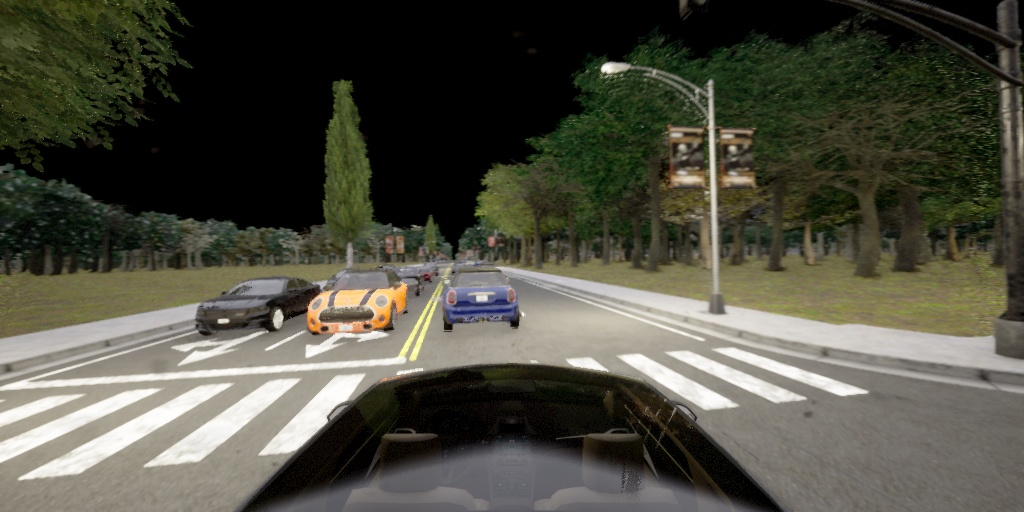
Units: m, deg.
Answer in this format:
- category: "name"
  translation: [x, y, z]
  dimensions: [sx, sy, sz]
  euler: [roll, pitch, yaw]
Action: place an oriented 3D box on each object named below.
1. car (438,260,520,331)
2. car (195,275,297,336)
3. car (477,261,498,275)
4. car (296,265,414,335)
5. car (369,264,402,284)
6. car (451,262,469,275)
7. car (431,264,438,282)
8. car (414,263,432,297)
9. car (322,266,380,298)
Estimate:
- category: "car"
  translation: [-1.097, 1.133, 11.447]
  dimensions: [2.097, 1.767, 4.553]
  euler: [-1, 0, -9]
- category: "car"
  translation: [-7.881, 1.413, 11.670]
  dimensions: [1.882, 1.535, 5.008]
  euler: [-1, 0, -11]
- category: "car"
  translation: [-3.026, 1.352, 43.504]
  dimensions: [2.128, 1.511, 4.902]
  euler: [-1, 0, -9]
- category: "car"
  translation: [-4.503, 1.210, 11.149]
  dimensions: [2.097, 1.767, 4.553]
  euler: [-1, 0, -9]
- category: "car"
  translation: [-11.056, 1.530, 31.672]
  dimensions: [1.837, 1.490, 4.892]
  euler: [-1, 0, -9]
- category: "car"
  translation: [-6.230, 1.497, 42.984]
  dimensions: [1.994, 1.385, 4.181]
  euler: [-1, 0, -9]
- category: "car"
  translation: [-7.483, 1.542, 29.905]
  dimensions: [1.895, 1.301, 4.718]
  euler: [-1, 0, -9]
- category: "car"
  translation: [-5.949, 1.389, 20.184]
  dimensions: [2.128, 1.511, 4.902]
  euler: [-1, 0, -9]
- category: "car"
  translation: [-9.448, 1.456, 21.483]
  dimensions: [1.882, 1.535, 5.008]
  euler: [-1, 0, -9]
